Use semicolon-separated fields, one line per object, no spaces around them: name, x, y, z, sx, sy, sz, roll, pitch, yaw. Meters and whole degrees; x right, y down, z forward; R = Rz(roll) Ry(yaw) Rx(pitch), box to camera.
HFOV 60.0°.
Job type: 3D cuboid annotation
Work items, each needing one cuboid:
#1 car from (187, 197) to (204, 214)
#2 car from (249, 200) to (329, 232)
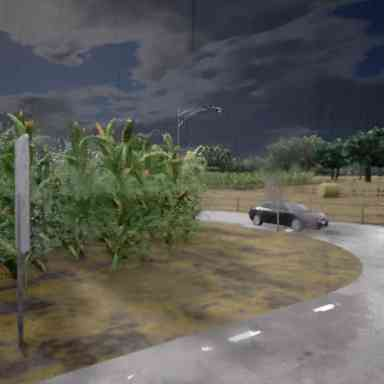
car;-0.792;1.119;27.677;1.994;1.385;4.181;-1;2;-35
car;5.307;1.263;18.765;1.837;1.490;4.892;-1;2;-33
